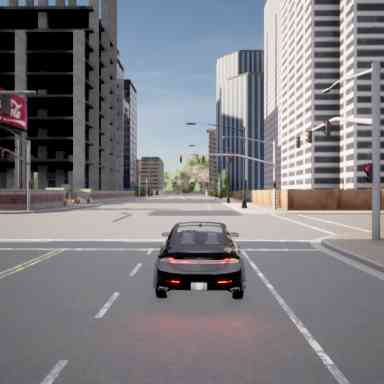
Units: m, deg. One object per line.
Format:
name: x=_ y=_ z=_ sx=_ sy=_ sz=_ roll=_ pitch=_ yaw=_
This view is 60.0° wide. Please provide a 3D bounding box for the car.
car: x=0.207 y=1.491 z=8.440 sx=2.128 sy=1.511 sz=4.902 roll=0 pitch=0 yaw=2
